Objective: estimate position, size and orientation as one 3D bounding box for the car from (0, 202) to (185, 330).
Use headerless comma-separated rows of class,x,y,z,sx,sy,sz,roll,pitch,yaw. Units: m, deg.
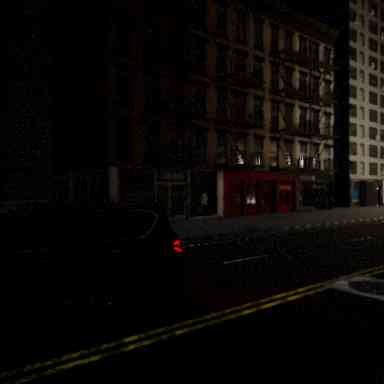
car,-2.742,1.217,5.717,5.566,2.045,2.150,0,0,-35
